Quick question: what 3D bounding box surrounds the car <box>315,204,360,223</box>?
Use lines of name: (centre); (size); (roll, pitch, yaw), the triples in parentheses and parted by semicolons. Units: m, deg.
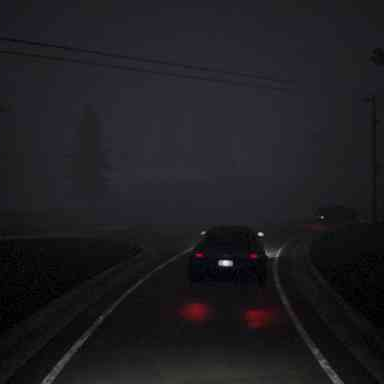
car: (12.291, 1.783, 28.055); (4.892, 1.490, 1.837); (0, -2, -38)

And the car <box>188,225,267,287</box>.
car: (1.151, 1.662, 9.783); (1.994, 1.385, 4.181); (0, -1, 10)
